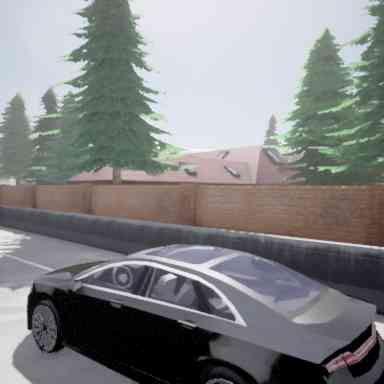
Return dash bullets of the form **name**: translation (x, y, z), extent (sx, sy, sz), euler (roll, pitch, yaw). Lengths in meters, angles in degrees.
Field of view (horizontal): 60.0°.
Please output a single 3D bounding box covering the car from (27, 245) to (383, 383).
- **car**: translation (-0.276, 1.464, 4.335), extent (4.902, 1.511, 2.128), euler (1, 1, 37)
